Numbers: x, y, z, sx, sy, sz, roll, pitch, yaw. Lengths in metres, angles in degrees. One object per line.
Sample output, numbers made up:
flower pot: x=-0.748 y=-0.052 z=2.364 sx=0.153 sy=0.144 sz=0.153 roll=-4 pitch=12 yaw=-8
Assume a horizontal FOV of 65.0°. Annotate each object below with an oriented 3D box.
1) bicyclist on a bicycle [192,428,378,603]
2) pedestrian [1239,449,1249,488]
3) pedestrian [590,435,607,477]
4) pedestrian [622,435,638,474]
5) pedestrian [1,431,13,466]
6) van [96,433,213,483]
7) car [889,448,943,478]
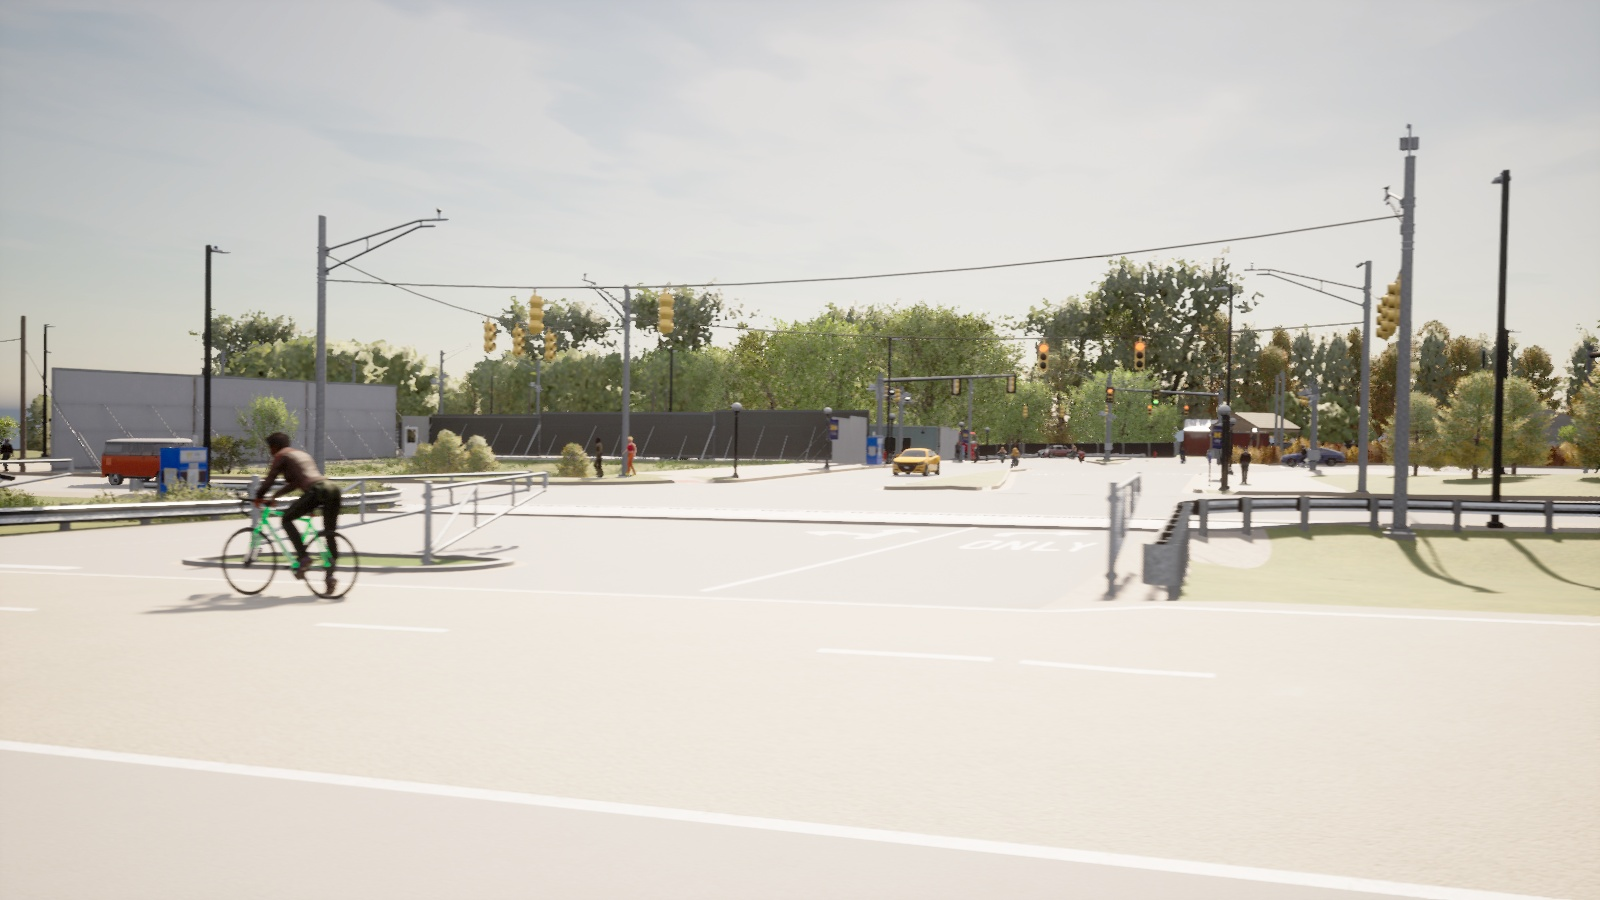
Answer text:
bicyclist on a bicycle: x=-5.037 y=0.613 z=12.283 sx=1.656 sy=1.620 sz=0.582 roll=1 pitch=-1 yaw=18
pedestrian: x=22.107 y=0.929 z=62.521 sx=0.402 sy=1.930 sz=0.666 roll=2 pitch=1 yaw=19
pedestrian: x=-9.231 y=0.279 z=57.410 sx=0.692 sy=1.930 sz=0.396 roll=1 pitch=1 yaw=-15
pedestrian: x=-7.919 y=0.211 z=58.371 sx=0.594 sy=1.836 sz=0.345 roll=0 pitch=2 yaw=-39
pedestrian: x=-43.723 y=-0.086 z=69.227 sx=0.720 sy=1.854 sz=0.376 roll=3 pitch=2 yaw=41
van: x=-26.981 y=0.306 z=52.487 sx=4.442 sy=1.987 sz=1.775 roll=1 pitch=1 yaw=19
car: x=6.481 y=0.705 z=69.932 sx=1.882 sy=1.535 sz=5.008 roll=1 pitch=1 yaw=18
